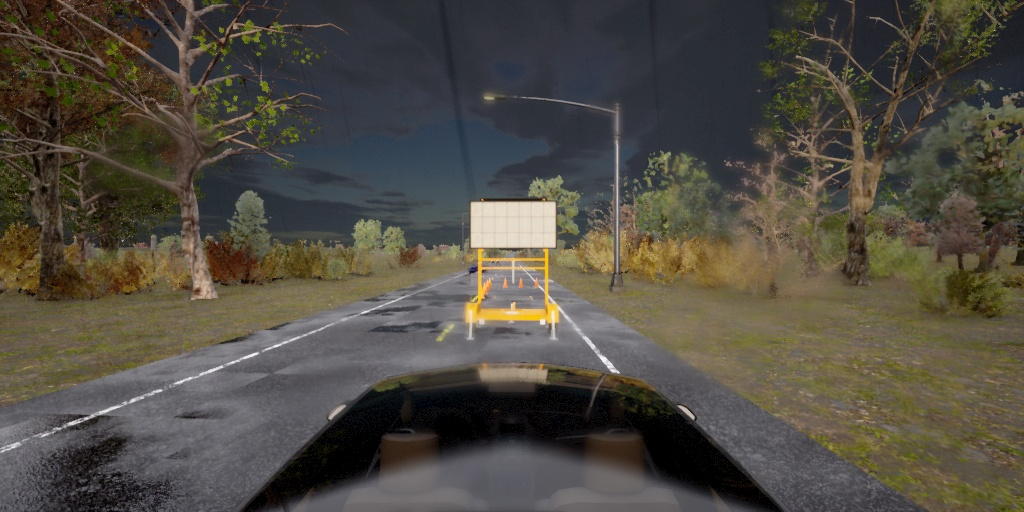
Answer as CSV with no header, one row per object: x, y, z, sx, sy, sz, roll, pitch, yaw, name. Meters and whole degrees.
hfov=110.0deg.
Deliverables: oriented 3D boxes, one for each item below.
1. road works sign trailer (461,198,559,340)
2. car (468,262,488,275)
0.038,0.211,9.951,2.380,3.560,2.880,0,0,1,road works sign trailer
-3.571,1.335,38.339,1.895,1.301,4.718,0,0,0,car
